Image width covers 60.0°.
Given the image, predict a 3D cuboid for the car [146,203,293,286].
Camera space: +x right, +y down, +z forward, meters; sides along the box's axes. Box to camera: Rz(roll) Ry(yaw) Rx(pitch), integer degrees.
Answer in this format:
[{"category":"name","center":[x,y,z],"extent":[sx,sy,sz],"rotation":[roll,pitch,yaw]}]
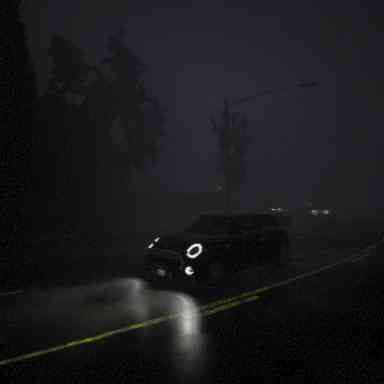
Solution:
[{"category":"car","center":[0.898,1.373,9.635],"extent":[4.553,1.767,2.097],"rotation":[0,0,-43]}]

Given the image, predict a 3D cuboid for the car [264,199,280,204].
[{"category":"car","center":[13.837,1.921,57.723],"extent":[2.128,1.511,4.902],"rotation":[-1,-1,-3]}]

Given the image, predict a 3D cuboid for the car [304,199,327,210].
[{"category":"car","center":[17.686,1.730,47.931],"extent":[1.882,1.535,5.008],"rotation":[-1,-1,0]}]

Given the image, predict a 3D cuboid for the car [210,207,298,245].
[{"category":"car","center":[3.341,1.605,16.989],"extent":[2.033,1.411,5.357],"rotation":[-1,-1,40]}]
